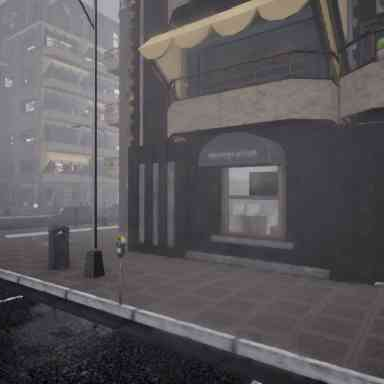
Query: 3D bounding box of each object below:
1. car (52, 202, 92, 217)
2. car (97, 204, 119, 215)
[{"bbox_3d":[-12.743,1.821,35.295,1.967,1.590,4.097,-1,-1,35],"label":"car"},{"bbox_3d":[-9.459,2.064,39.919,1.802,1.307,4.206,-1,-1,35],"label":"car"}]
